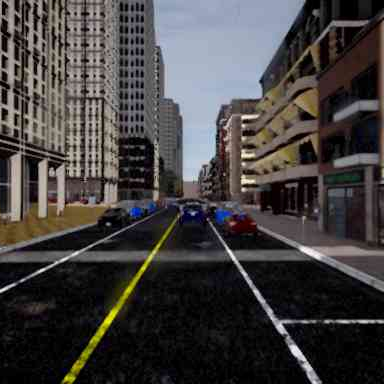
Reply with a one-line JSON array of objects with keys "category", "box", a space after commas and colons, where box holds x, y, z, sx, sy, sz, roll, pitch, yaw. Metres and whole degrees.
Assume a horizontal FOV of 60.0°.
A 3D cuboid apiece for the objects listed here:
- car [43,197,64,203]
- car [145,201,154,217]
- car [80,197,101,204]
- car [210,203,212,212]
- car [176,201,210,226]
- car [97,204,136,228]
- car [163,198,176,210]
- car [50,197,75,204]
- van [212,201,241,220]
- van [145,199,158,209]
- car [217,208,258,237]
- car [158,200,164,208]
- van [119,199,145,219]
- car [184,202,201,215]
[{"category": "car", "box": [-32.368, 1.839, 77.836, 4.206, 1.307, 1.802, 1, -2, 0]}, {"category": "car", "box": [-5.694, 1.941, 36.106, 2.008, 1.369, 4.403, 0, -1, 0]}, {"category": "car", "box": [-21.136, 1.832, 69.485, 4.097, 1.590, 1.967, 1, -2, 0]}, {"category": "car", "box": [2.687, 2.003, 41.754, 2.008, 1.369, 4.403, 0, -1, 0]}, {"category": "car", "box": [0.081, 1.633, 26.142, 2.097, 1.767, 4.553, 0, -1, 0]}, {"category": "car", "box": [-5.692, 1.832, 24.809, 1.947, 1.339, 4.313, 0, -1, 0]}, {"category": "car", "box": [-3.023, 2.140, 54.243, 2.033, 1.411, 5.357, 0, -1, 0]}, {"category": "car", "box": [-26.713, 1.866, 69.469, 4.206, 1.307, 1.802, 1, -2, 0]}, {"category": "van", "box": [2.688, 1.608, 24.812, 1.690, 1.788, 3.998, 0, -1, 0]}, {"category": "van", "box": [-5.694, 1.794, 41.756, 1.690, 1.788, 3.998, 0, -1, 0]}, {"category": "car", "box": [2.688, 1.788, 19.161, 1.802, 1.307, 4.206, 0, -1, 0]}, {"category": "car", "box": [-5.695, 2.082, 58.700, 1.967, 1.590, 4.097, 0, -1, 0]}, {"category": "van", "box": [-5.694, 1.669, 30.460, 1.690, 1.788, 3.998, 0, -1, 0]}, {"category": "car", "box": [0.081, 2.008, 40.970, 1.994, 1.385, 4.181, 0, -1, 0]}]
